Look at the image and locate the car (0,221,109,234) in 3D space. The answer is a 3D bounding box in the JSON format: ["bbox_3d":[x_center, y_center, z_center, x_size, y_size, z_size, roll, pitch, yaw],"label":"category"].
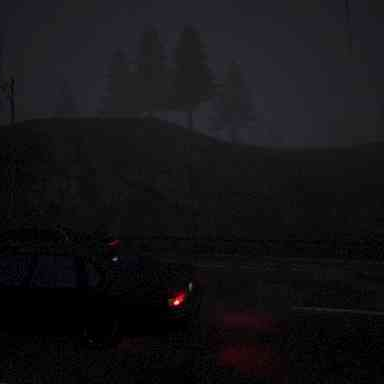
[{"bbox_3d":[-4.488,1.619,9.667,4.892,1.490,1.837,0,-1,10],"label":"car"}]

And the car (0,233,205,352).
[{"bbox_3d":[-2.495,1.614,5.845,5.357,1.411,2.033,-1,-1,9],"label":"car"}]
